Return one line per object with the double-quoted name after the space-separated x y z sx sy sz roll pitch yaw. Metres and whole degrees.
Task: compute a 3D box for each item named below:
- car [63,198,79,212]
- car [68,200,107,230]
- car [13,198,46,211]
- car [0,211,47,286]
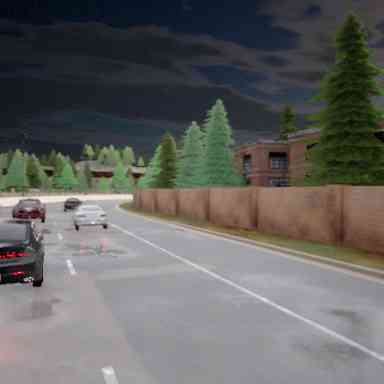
-13.756 1.431 38.348 1.837 1.490 4.892 0 0 -20 "car"
-6.537 1.494 20.941 1.812 1.442 4.674 1 0 -24 "car"
-12.265 1.277 25.211 2.097 1.767 4.553 1 0 -24 "car"
-4.957 1.475 8.857 1.837 1.490 4.892 1 0 -24 "car"
